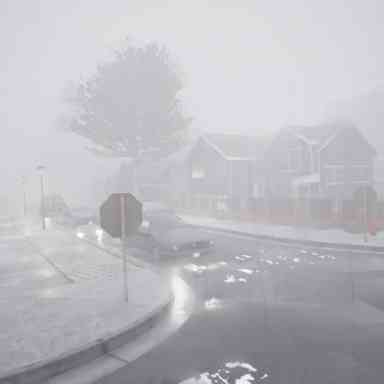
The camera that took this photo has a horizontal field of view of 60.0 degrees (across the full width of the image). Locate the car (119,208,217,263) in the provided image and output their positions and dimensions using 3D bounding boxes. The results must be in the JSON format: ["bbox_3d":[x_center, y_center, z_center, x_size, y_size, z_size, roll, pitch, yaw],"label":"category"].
[{"bbox_3d":[-1.255,1.620,12.908,2.033,1.411,5.357,-3,2,-32],"label":"car"}]

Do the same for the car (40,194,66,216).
[{"bbox_3d":[-14.650,1.257,34.899,2.150,2.045,5.566,-3,2,-30],"label":"car"}]

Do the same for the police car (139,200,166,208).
[{"bbox_3d":[-3.044,1.351,21.294,1.930,1.638,5.238,-3,2,-32],"label":"police car"}]

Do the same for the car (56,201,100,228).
[{"bbox_3d":[-7.859,1.595,23.482,2.033,1.411,5.357,-3,2,-32],"label":"car"}]
